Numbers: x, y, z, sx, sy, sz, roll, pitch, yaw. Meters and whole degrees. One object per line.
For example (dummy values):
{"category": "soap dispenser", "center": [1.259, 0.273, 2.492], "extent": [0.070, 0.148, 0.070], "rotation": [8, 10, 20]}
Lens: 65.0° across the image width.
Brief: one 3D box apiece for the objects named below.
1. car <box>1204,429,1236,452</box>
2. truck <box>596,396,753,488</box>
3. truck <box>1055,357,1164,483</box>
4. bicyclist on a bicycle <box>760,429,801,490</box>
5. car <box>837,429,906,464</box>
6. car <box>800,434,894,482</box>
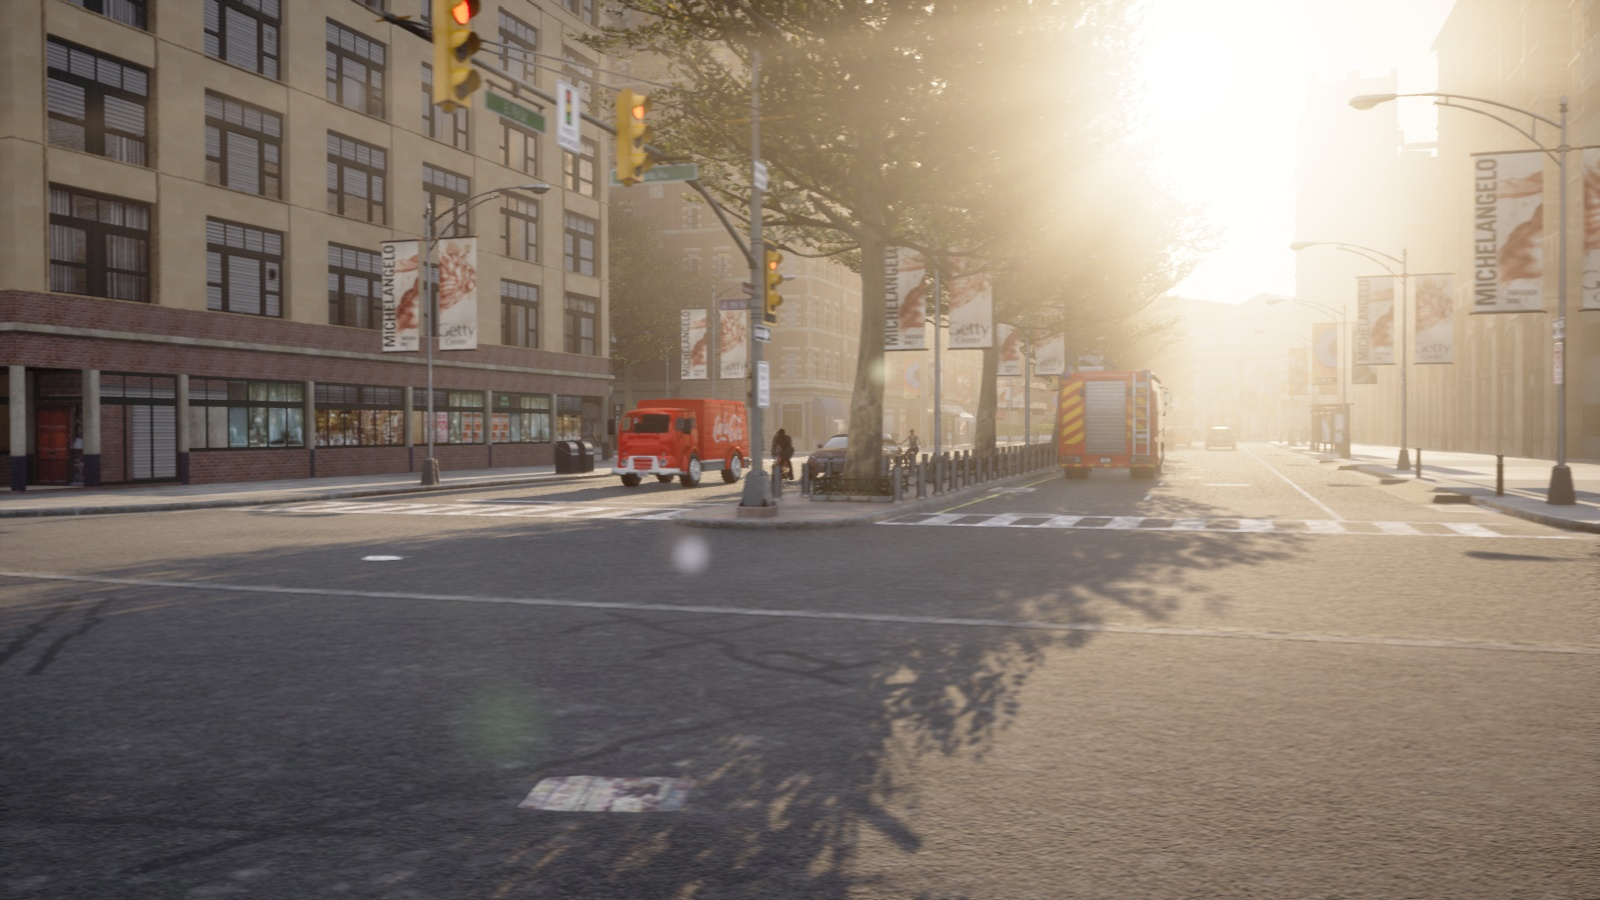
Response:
{"category": "car", "center": [31.408, -0.716, 93.974], "extent": [2.242, 1.667, 4.611], "rotation": [1, 1, 18]}
{"category": "truck", "center": [-3.505, -0.256, 36.408], "extent": [2.627, 2.467, 5.204], "rotation": [1, 1, 18]}
{"category": "truck", "center": [10.609, -0.977, 42.408], "extent": [2.891, 3.827, 8.468], "rotation": [1, 1, 18]}
{"category": "bicyclist on a bicycle", "center": [-0.517, 0.230, 34.160], "extent": [0.582, 1.620, 1.656], "rotation": [1, 1, 18]}
{"category": "car", "center": [3.438, -0.212, 61.312], "extent": [2.033, 1.649, 4.856], "rotation": [0, 1, -14]}
{"category": "car", "center": [1.585, 0.207, 40.648], "extent": [1.812, 1.442, 4.674], "rotation": [1, 1, 18]}
